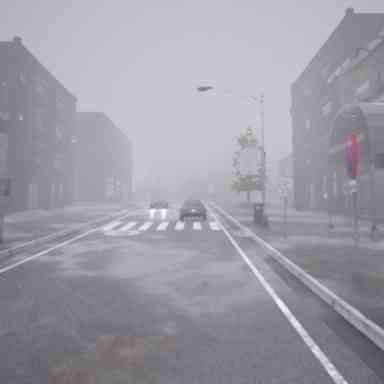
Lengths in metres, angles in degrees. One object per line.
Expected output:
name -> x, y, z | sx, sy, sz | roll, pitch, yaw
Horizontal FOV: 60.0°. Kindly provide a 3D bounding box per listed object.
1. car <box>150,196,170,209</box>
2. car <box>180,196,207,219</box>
car -> -3.517, 1.106, 36.894 | 1.994, 1.385, 4.181 | 0, 1, 0
car -> 0.093, 1.266, 25.448 | 1.994, 1.385, 4.181 | 0, 1, 0
